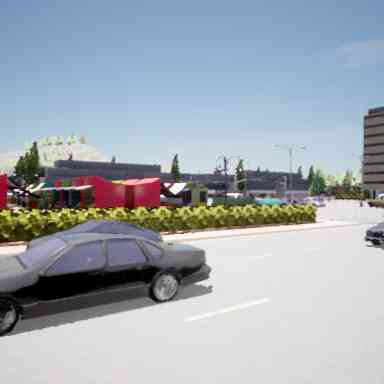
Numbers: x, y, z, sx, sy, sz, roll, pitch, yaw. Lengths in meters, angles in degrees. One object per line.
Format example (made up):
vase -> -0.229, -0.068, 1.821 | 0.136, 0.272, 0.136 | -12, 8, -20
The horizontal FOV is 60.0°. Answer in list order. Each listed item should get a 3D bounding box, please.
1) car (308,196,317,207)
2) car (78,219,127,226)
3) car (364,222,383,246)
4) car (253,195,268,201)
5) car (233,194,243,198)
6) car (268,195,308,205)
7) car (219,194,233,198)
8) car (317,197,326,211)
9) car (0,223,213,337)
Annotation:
car -> 15.892, 1.640, 49.150 | 1.784, 1.438, 3.905 | 0, 0, -33
car -> -2.915, 1.580, 10.433 | 4.181, 1.385, 1.994 | 0, 0, -34
car -> 9.898, 1.637, 14.775 | 5.357, 1.411, 2.033 | 0, 0, -34
car -> 14.814, 1.718, 66.526 | 1.970, 1.475, 3.806 | 0, 0, -33
car -> 9.907, 1.506, 84.147 | 1.932, 1.855, 4.605 | 0, 0, -33
car -> 13.680, 1.415, 47.632 | 1.932, 1.855, 4.605 | 0, 0, -33
car -> 7.460, 1.492, 82.599 | 1.905, 1.878, 3.866 | 0, 0, -33
car -> 18.309, 1.688, 50.743 | 1.970, 1.475, 3.806 | 0, 0, -33
car -> -2.127, 1.557, 6.742 | 5.357, 1.411, 2.033 | 0, 0, -34
